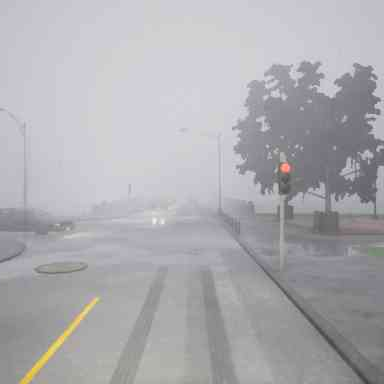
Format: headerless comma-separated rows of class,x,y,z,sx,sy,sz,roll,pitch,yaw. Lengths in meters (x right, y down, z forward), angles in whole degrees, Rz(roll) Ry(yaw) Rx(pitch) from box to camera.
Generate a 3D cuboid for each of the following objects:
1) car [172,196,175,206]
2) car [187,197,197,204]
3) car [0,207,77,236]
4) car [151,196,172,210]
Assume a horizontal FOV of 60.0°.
car,-4.062,1.477,51.794,1.882,1.535,5.008,0,0,0
car,0.038,1.547,61.682,2.033,1.411,5.357,0,0,0
car,-9.087,1.547,18.019,5.357,1.411,2.033,0,0,12
car,-4.074,1.491,42.246,2.128,1.511,4.902,0,0,0
